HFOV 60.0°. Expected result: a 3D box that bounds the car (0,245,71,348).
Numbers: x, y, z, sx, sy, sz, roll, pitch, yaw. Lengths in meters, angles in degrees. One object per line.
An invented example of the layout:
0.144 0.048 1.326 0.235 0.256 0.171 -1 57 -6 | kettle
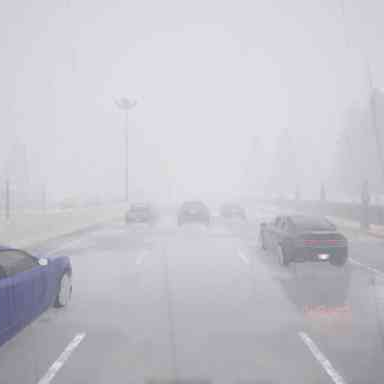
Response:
-3.398 1.481 4.865 1.882 1.535 5.008 0 0 0 | car

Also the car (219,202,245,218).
3.614 1.584 30.642 1.994 1.385 4.181 0 0 0 | car

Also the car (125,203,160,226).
-3.390 1.506 23.263 2.128 1.511 4.902 0 0 0 | car

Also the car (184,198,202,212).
0.045 1.517 40.691 2.128 1.511 4.902 0 0 -1 | car

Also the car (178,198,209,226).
0.110 1.366 23.811 2.097 1.767 4.553 0 0 0 | car

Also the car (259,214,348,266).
3.605 1.512 11.511 1.837 1.490 4.892 0 0 0 | car
